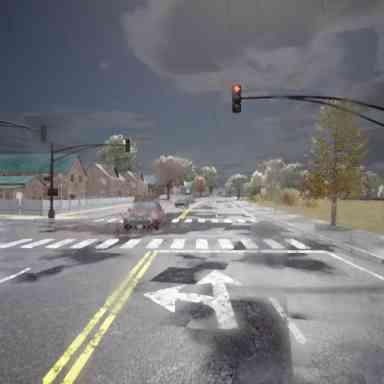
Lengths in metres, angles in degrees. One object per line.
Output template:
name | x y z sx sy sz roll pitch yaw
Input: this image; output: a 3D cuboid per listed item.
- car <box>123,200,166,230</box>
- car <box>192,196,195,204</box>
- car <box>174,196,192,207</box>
car | -2.881 1.361 20.968 2.097 1.767 4.553 0 0 2
car | -0.378 1.606 67.335 1.837 1.490 4.892 0 0 5
car | -1.538 1.626 50.759 1.994 1.385 4.181 0 0 3
